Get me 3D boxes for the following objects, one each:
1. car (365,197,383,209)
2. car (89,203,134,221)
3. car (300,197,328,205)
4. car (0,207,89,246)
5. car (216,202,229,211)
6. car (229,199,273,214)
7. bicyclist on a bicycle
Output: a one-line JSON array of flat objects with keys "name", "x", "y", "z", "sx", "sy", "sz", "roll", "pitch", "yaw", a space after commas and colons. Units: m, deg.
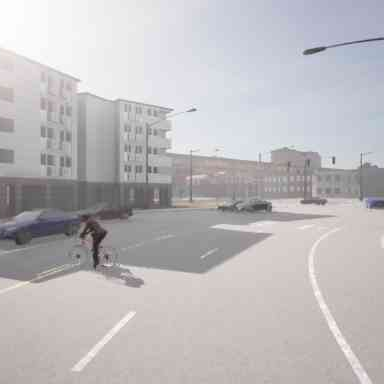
[{"name": "car", "x": 24.773, "y": 1.457, "z": 44.889, "sx": 1.882, "sy": 1.535, "sz": 5.008, "roll": 0, "pitch": 0, "yaw": 19}, {"name": "car", "x": -6.685, "y": 1.547, "z": 25.075, "sx": 2.033, "sy": 1.411, "sz": 5.357, "roll": 0, "pitch": 0, "yaw": 30}, {"name": "car", "x": 21.146, "y": 1.526, "z": 57.851, "sx": 1.812, "sy": 1.442, "sz": 4.674, "roll": 0, "pitch": 0, "yaw": -41}, {"name": "car", "x": -7.276, "y": 1.526, "z": 15.707, "sx": 1.812, "sy": 1.442, "sz": 4.674, "roll": 0, "pitch": 0, "yaw": 22}, {"name": "car", "x": 5.324, "y": 1.613, "z": 39.156, "sx": 5.357, "sy": 1.411, "sz": 2.033, "roll": 0, "pitch": 0, "yaw": -40}, {"name": "car", "x": 6.693, "y": 1.493, "z": 35.675, "sx": 4.902, "sy": 1.511, "sz": 2.128, "roll": 0, "pitch": 0, "yaw": -41}, {"name": "bicyclist on a bicycle", "x": -2.964, "y": 1.455, "z": 9.854, "sx": 1.656, "sy": 1.620, "sz": 0.582, "roll": -2, "pitch": -1, "yaw": 17}]
